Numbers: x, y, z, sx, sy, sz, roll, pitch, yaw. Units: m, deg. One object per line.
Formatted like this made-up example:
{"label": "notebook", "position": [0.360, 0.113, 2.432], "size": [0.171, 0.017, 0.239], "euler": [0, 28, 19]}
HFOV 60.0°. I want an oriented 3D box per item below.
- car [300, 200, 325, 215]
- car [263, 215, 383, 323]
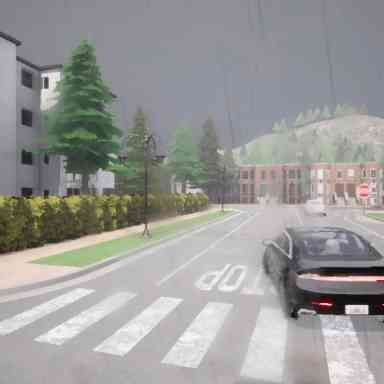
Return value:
{"label": "car", "position": [11.758, 1.523, 32.437], "size": [1.812, 1.442, 4.674], "euler": [0, 0, 12]}
{"label": "car", "position": [2.685, 1.495, 7.191], "size": [2.128, 1.511, 4.902], "euler": [-2, -1, 7]}
